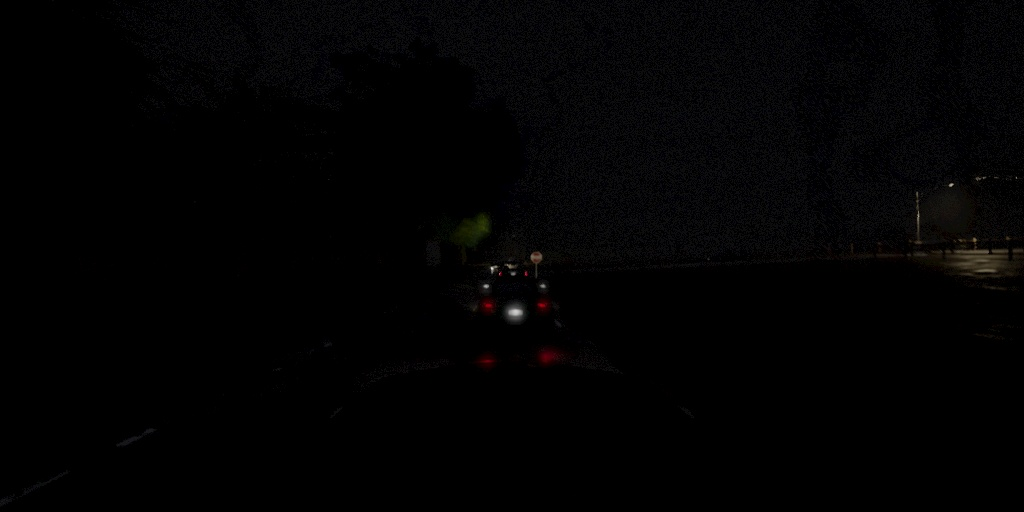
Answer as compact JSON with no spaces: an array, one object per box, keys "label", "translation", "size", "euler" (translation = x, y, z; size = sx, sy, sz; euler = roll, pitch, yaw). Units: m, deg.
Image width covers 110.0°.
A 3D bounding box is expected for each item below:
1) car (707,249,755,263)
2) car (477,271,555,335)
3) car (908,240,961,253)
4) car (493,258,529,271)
[{"label":"car","translation":[24.659,-0.041,40.485],"size":[4.902,1.511,2.128],"euler":[-3,1,1]},{"label":"car","translation":[0.087,1.312,10.500],"size":[1.994,1.385,4.181],"euler":[0,0,0]},{"label":"car","translation":[47.355,-1.086,40.216],"size":[4.674,1.442,1.812],"euler":[-2,1,1]},{"label":"car","translation":[0.048,1.108,23.716],"size":[2.097,1.767,4.553],"euler":[0,0,-1]}]
